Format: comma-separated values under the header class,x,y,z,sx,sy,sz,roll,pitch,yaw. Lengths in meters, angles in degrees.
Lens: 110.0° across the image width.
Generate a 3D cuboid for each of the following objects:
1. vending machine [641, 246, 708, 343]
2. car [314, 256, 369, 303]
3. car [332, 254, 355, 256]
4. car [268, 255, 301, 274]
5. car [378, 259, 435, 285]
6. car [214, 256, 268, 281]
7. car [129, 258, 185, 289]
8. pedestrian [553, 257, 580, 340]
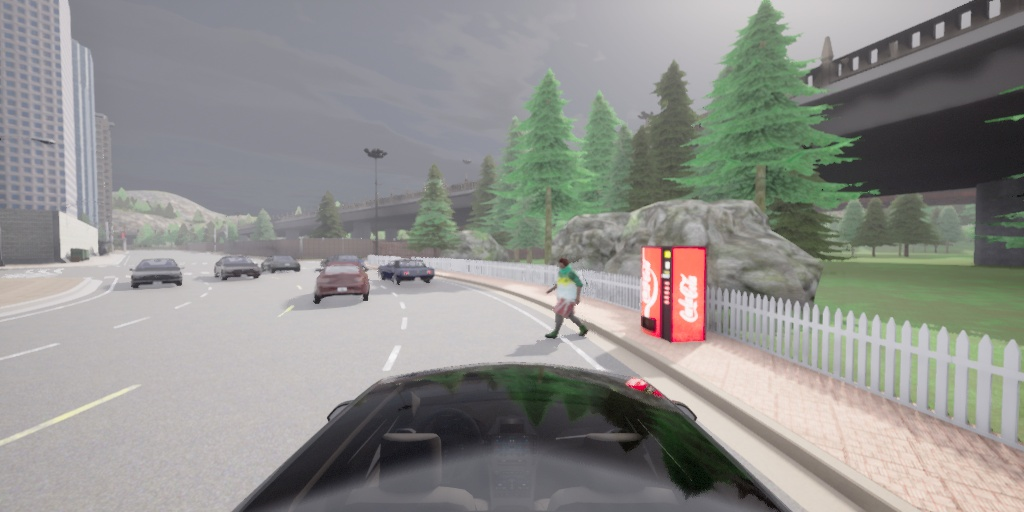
class,x,y,z,sx,sy,sz,roll,pitch,yaw
vending machine,3.366,0.771,7.573,1.100,2.100,0.880,0,0,-10
car,-6.806,0.926,14.399,1.812,1.442,4.674,-1,2,-25
car,-13.665,0.548,28.871,5.357,1.411,2.033,1,2,44
car,-18.358,0.586,28.433,4.181,1.385,1.994,1,2,45
car,-6.066,0.835,20.166,1.895,1.301,4.718,-1,2,-34
car,-17.599,0.728,22.859,5.357,1.411,2.033,1,2,44
car,-18.654,0.843,18.911,2.033,1.411,5.357,-2,2,-44
pedestrian,1.194,0.864,7.884,0.375,1.860,0.375,0,2,-11
